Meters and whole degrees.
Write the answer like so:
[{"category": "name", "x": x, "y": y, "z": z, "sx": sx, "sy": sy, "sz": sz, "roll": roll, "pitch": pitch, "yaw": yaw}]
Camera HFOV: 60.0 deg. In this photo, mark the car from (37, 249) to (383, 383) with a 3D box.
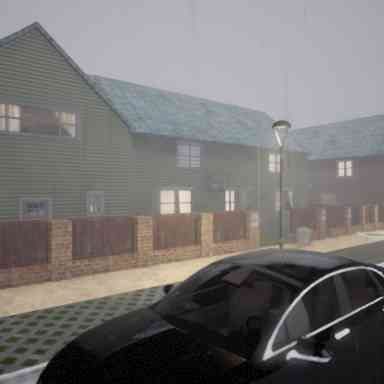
[{"category": "car", "x": 0.883, "y": 1.506, "z": 3.752, "sx": 4.892, "sy": 1.490, "sz": 1.837, "roll": 0, "pitch": 0, "yaw": -38}]
